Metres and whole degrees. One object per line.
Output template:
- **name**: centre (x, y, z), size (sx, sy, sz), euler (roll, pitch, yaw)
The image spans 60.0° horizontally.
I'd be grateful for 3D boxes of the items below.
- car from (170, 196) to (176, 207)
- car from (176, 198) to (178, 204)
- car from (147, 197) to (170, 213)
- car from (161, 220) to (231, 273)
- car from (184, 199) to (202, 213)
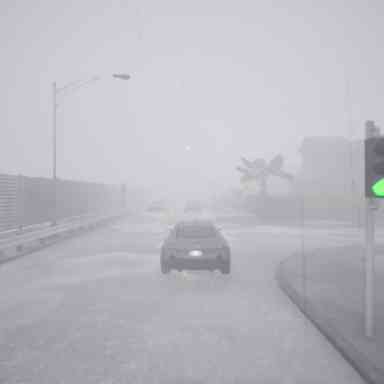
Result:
- **car**: centre (-4.060, 1.596, 53.112), size (1.882, 1.535, 5.008), euler (0, 0, 0)
- **car**: centre (-3.982, 1.638, 68.233), size (1.812, 1.442, 4.674), euler (0, 0, 0)
- **car**: centre (-4.085, 1.635, 39.281), size (2.033, 1.411, 5.357), euler (0, 0, 0)
- **car**: centre (0.098, 1.589, 10.766), size (1.994, 1.385, 4.181), euler (0, 0, 0)
- **car**: centre (0.105, 1.579, 38.948), size (2.128, 1.511, 4.902), euler (0, 0, 0)
